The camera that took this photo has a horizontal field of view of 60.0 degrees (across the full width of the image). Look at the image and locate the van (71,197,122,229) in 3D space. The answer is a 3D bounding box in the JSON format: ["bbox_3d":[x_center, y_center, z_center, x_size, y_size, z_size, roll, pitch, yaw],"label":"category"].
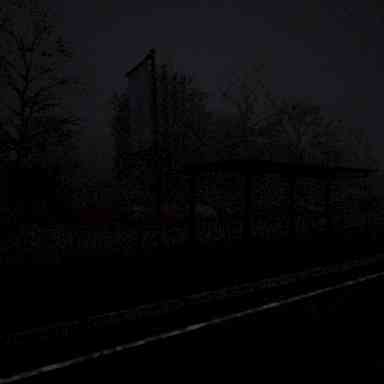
[{"bbox_3d":[-6.618,1.307,22.111,1.878,1.987,4.442,0,0,-35],"label":"van"}]

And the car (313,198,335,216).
[{"bbox_3d":[11.632,1.678,34.756,1.946,1.575,5.366,1,0,-35],"label":"car"}]

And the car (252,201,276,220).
[{"bbox_3d":[4.744,1.624,30.079,2.097,1.535,5.008,0,0,-36],"label":"car"}]

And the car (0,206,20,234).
[{"bbox_3d":[-11.053,1.528,18.768,2.163,1.488,4.792,0,0,-36],"label":"car"}]

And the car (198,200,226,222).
[{"bbox_3d":[0.229,1.627,26.849,2.002,1.452,4.674,0,0,-36],"label":"car"}]

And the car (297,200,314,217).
[{"bbox_3d":[9.248,1.691,33.320,2.163,1.488,4.792,0,0,-35],"label":"car"}]

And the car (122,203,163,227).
[{"bbox_3d":[-4.291,1.591,23.623,2.002,1.452,4.674,0,0,-35],"label":"car"}]

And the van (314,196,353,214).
[{"bbox_3d":[16.112,1.495,38.036,1.878,1.987,4.442,0,0,-35],"label":"van"}]

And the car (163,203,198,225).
[{"bbox_3d":[-2.029,1.568,25.235,2.097,1.535,5.008,0,0,-36],"label":"car"}]

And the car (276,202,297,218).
[{"bbox_3d":[7.010,1.644,31.681,2.231,1.521,4.892,0,0,-36],"label":"car"}]

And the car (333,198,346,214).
[{"bbox_3d":[13.768,1.730,36.544,2.163,1.488,4.792,0,0,-36],"label":"car"}]

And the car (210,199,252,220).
[{"bbox_3d":[2.470,1.480,28.488,2.185,1.767,4.553,0,0,-36],"label":"car"}]
